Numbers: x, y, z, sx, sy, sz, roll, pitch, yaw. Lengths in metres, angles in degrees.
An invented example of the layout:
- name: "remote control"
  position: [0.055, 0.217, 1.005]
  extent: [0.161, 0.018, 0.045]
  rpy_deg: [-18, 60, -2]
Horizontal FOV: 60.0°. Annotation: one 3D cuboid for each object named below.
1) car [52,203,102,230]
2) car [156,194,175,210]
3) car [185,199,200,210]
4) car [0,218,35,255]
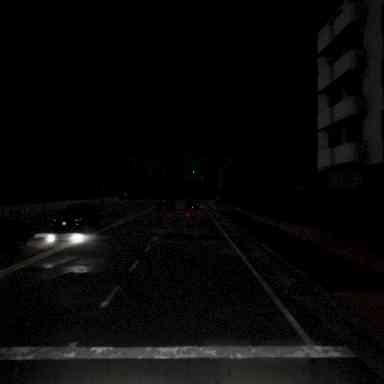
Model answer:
- name: "car"
  position: [-7.076, 1.496, 20.851]
  extent: [1.837, 1.490, 4.892]
  rpy_deg: [0, 0, 0]
- name: "car"
  position: [-3.427, 1.206, 43.454]
  extent: [2.150, 2.045, 5.566]
  rpy_deg: [0, 0, 0]
- name: "car"
  position: [0.075, 1.583, 43.295]
  extent: [1.895, 1.301, 4.718]
  rpy_deg: [0, 0, 0]
- name: "car"
  position: [-7.083, 1.543, 10.705]
  extent: [2.033, 1.411, 5.357]
  rpy_deg: [0, 0, 0]
